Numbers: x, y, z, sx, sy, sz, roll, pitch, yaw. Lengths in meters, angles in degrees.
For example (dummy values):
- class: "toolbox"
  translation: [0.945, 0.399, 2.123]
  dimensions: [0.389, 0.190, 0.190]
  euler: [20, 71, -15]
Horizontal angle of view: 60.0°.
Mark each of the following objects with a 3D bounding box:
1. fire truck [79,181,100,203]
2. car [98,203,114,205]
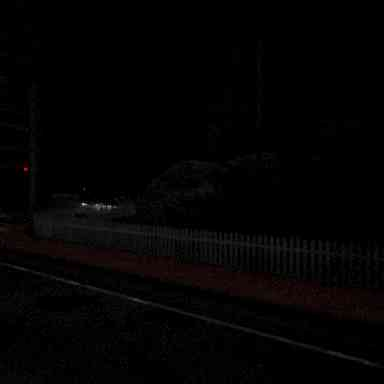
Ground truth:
- class: "fire truck"
  translation: [-18.269, -0.039, 58.537]
  dimensions: [2.891, 3.827, 8.468]
  euler: [0, 0, -20]
- class: "car"
  translation: [-13.034, 1.286, 50.533]
  dimensions: [1.895, 1.301, 4.718]
  euler: [0, 0, -6]
